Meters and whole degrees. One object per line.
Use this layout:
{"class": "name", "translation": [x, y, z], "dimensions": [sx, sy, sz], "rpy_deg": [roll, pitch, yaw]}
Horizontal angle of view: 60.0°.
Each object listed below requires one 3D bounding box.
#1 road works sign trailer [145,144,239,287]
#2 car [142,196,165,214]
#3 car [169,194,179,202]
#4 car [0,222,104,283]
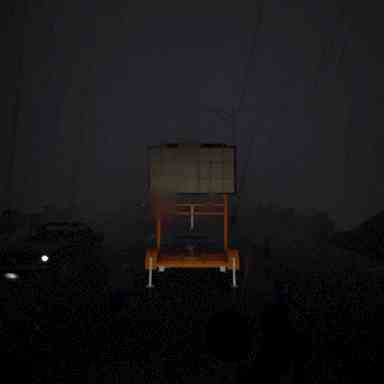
{"class": "road works sign trailer", "translation": [0.009, 0.464, 9.270], "dimensions": [2.380, 3.560, 2.880], "rpy_deg": [0, 0, 0]}
{"class": "car", "translation": [-4.071, 1.352, 35.655], "dimensions": [2.097, 1.767, 4.553], "rpy_deg": [0, 0, 0]}
{"class": "car", "translation": [-3.941, 1.329, 74.785], "dimensions": [2.097, 1.767, 4.553], "rpy_deg": [0, 0, 0]}
{"class": "car", "translation": [-4.091, 1.601, 9.758], "dimensions": [1.895, 1.301, 4.718], "rpy_deg": [0, 0, 0]}
